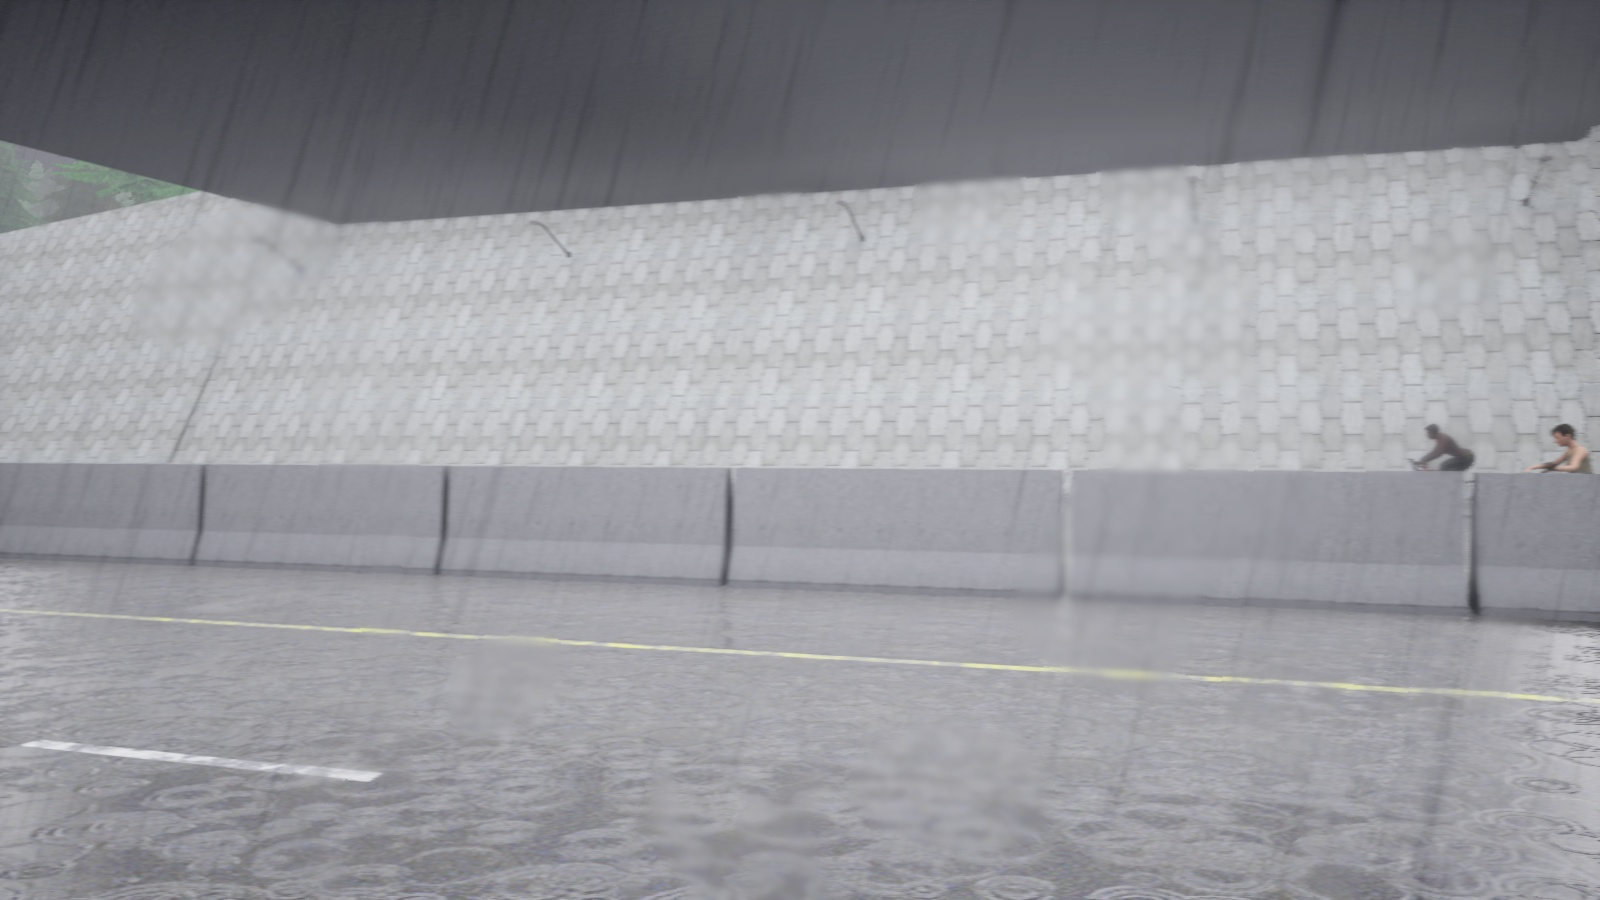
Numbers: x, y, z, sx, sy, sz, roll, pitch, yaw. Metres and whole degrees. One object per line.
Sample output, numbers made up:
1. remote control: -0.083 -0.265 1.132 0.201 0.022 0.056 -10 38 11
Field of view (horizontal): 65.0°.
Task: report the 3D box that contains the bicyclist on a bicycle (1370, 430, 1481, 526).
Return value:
1. bicyclist on a bicycle: 10.792 0.473 21.716 1.656 1.620 0.582 0 1 19
